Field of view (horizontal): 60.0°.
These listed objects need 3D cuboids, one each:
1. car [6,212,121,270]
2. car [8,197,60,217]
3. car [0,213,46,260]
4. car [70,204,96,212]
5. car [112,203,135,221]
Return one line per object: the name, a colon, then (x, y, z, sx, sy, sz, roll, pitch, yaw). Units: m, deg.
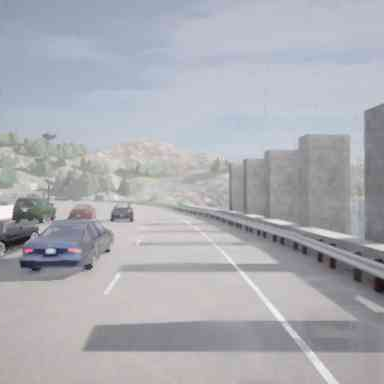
car: (-3.961, 1.655, 11.410, 2.033, 1.411, 5.357, 0, 0, -4)
car: (-12.838, 1.484, 27.361, 2.150, 2.045, 5.566, 0, 0, -9)
car: (-7.572, 1.726, 12.760, 1.895, 1.301, 4.718, 0, 0, -4)
car: (-9.661, 1.800, 29.635, 1.812, 1.442, 4.674, 0, 0, -9)
car: (-6.089, 1.758, 29.453, 2.128, 1.511, 4.902, 0, 0, -9)
